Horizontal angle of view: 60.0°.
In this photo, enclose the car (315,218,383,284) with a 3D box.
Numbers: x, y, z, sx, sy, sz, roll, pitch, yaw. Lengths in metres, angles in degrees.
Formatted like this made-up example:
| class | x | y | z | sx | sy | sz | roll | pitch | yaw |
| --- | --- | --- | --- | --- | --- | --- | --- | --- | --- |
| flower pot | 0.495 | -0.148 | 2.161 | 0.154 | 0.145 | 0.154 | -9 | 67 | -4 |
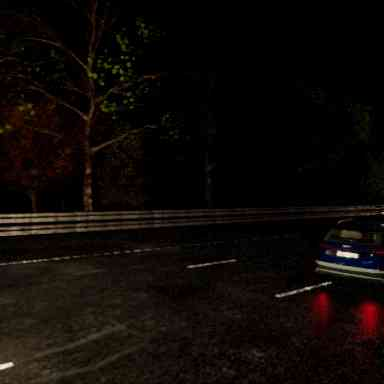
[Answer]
| class | x | y | z | sx | sy | sz | roll | pitch | yaw |
| --- | --- | --- | --- | --- | --- | --- | --- | --- | --- |
| car | 5.162 | 1.564 | 9.344 | 2.033 | 1.649 | 4.856 | 0 | -1 | 44 |
